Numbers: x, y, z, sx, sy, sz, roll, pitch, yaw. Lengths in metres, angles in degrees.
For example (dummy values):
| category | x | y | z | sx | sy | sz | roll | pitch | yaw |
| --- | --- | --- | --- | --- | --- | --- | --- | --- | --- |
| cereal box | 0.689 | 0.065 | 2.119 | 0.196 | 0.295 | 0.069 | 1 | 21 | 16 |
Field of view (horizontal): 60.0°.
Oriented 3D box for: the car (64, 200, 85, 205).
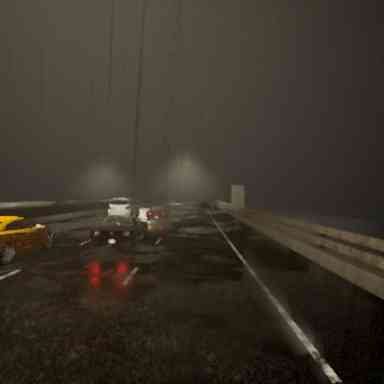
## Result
| category | x | y | z | sx | sy | sz | roll | pitch | yaw |
| --- | --- | --- | --- | --- | --- | --- | --- | --- | --- |
| car | -20.057 | 2.286 | 58.027 | 1.994 | 1.385 | 4.181 | 0 | -1 | 2 |

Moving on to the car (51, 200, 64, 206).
| category | x | y | z | sx | sy | sz | roll | pitch | yaw |
| --- | --- | --- | --- | --- | --- | --- | --- | --- | --- |
| car | -23.498 | 2.246 | 59.518 | 1.837 | 1.490 | 4.892 | 0 | -1 | 2 |

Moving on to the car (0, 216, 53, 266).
| category | x | y | z | sx | sy | sz | roll | pitch | yaw |
| --- | --- | --- | --- | --- | --- | --- | --- | --- | --- |
| car | -6.853 | 1.621 | 12.158 | 1.882 | 1.535 | 5.008 | 0 | -1 | 0 |

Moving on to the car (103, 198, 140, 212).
| category | x | y | z | sx | sy | sz | roll | pitch | yaw |
| --- | --- | --- | --- | --- | --- | --- | --- | --- | --- |
| car | -6.587 | 1.614 | 32.560 | 2.150 | 2.045 | 5.566 | 0 | -1 | 1 |

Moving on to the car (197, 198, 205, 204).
| category | x | y | z | sx | sy | sz | roll | pitch | yaw |
| --- | --- | --- | --- | --- | --- | --- | --- | --- | --- |
| car | 2.609 | 2.520 | 94.926 | 1.882 | 1.535 | 5.008 | 0 | -1 | 3 |

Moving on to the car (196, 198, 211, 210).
| category | x | y | z | sx | sy | sz | roll | pitch | yaw |
| --- | --- | --- | --- | --- | --- | --- | --- | --- | --- |
| car | 2.135 | 2.170 | 55.913 | 1.882 | 1.535 | 5.008 | 0 | -1 | 2 |

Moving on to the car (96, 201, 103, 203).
| category | x | y | z | sx | sy | sz | roll | pitch | yaw |
| --- | --- | --- | --- | --- | --- | --- | --- | --- | --- |
| car | -16.491 | 2.275 | 60.007 | 1.812 | 1.442 | 4.674 | 0 | -1 | 3 |

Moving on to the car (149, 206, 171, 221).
| category | x | y | z | sx | sy | sz | roll | pitch | yaw |
| --- | --- | --- | --- | --- | --- | --- | --- | --- | --- |
| car | -3.101 | 1.985 | 31.802 | 1.895 | 1.301 | 4.718 | 0 | -1 | 1 |

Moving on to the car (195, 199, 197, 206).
| category | x | y | z | sx | sy | sz | roll | pitch | yaw |
| --- | --- | --- | --- | --- | --- | --- | --- | --- | --- |
| car | 1.622 | 2.356 | 74.754 | 1.882 | 1.535 | 5.008 | 0 | -1 | 3 |

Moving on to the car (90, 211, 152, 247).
| category | x | y | z | sx | sy | sz | roll | pitch | yaw |
| --- | --- | --- | --- | --- | --- | --- | --- | --- | --- |
| car | -3.319 | 1.793 | 16.111 | 1.895 | 1.301 | 4.718 | 0 | -1 | 1 |
